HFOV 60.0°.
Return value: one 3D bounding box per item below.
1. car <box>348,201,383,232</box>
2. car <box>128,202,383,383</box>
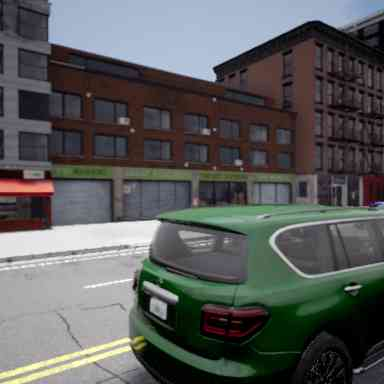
[{"bbox_3d":[11.599,1.341,19.944,5.008,1.535,1.882,0,0,-35],"label":"car"},{"bbox_3d":[1.855,1.194,4.761,5.566,2.045,2.150,0,0,-36],"label":"car"}]
